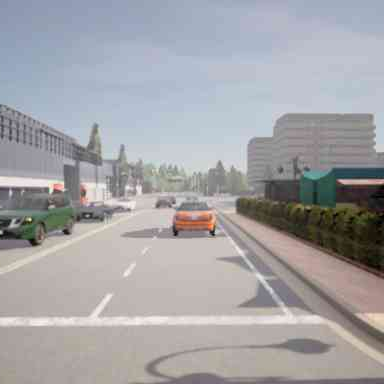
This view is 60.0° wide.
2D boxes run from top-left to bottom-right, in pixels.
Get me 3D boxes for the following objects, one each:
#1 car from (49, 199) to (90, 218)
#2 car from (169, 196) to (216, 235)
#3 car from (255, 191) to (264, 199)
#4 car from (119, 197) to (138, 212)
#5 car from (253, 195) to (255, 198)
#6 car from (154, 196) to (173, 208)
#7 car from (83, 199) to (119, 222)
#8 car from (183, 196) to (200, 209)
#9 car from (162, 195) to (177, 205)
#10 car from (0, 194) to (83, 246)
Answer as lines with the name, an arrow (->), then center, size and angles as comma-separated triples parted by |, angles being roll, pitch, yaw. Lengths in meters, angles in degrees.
car -> -10.543, 1.376, 28.960 | 1.994, 1.385, 4.181 | 0, 0, 0
car -> 0.101, 1.235, 17.969 | 2.097, 1.767, 4.553 | 0, 0, 0
car -> 14.294, 0.756, 61.615 | 3.866, 1.878, 1.905 | 0, 0, -2
car -> -6.997, 1.300, 34.805 | 1.812, 1.442, 4.674 | 0, 0, 0
car -> 14.274, 0.734, 64.510 | 4.605, 1.855, 1.932 | 0, 0, -2
car -> -3.497, 1.255, 41.665 | 1.812, 1.442, 4.674 | 0, 0, 0
car -> -7.070, 1.405, 24.480 | 1.994, 1.385, 4.181 | 0, 0, 0
car -> 0.011, 1.272, 42.420 | 2.033, 1.411, 5.357 | 0, 0, 0
car -> -3.495, 1.229, 51.652 | 1.994, 1.385, 4.181 | 0, 0, 0
car -> -7.094, 1.123, 15.073 | 2.150, 2.045, 5.566 | 0, 0, 1
